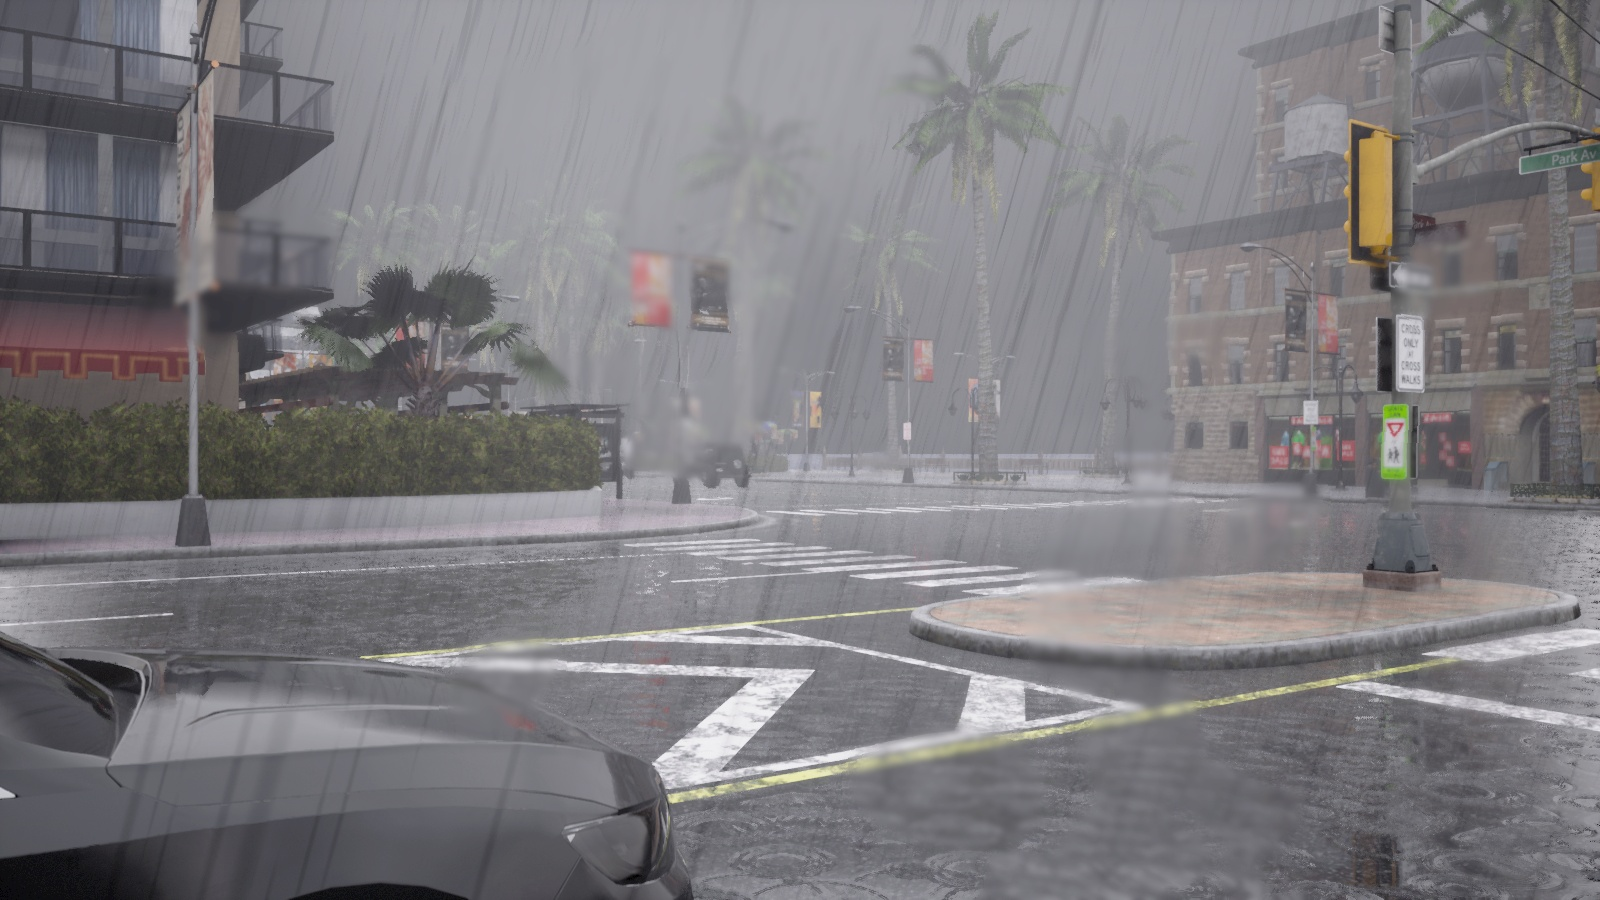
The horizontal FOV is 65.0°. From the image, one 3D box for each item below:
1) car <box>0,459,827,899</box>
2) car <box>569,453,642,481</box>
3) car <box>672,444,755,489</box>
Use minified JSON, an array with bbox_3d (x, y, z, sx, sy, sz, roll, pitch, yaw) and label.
[{"bbox_3d":[-2.480,0.758,1.932,4.892,1.490,1.837,0,0,-35],"label":"car"},{"bbox_3d":[-11.072,0.942,71.272,2.163,1.488,4.792,0,0,-36],"label":"car"},{"bbox_3d":[-3.777,0.682,54.578,1.905,1.878,3.866,0,0,-34],"label":"car"}]
